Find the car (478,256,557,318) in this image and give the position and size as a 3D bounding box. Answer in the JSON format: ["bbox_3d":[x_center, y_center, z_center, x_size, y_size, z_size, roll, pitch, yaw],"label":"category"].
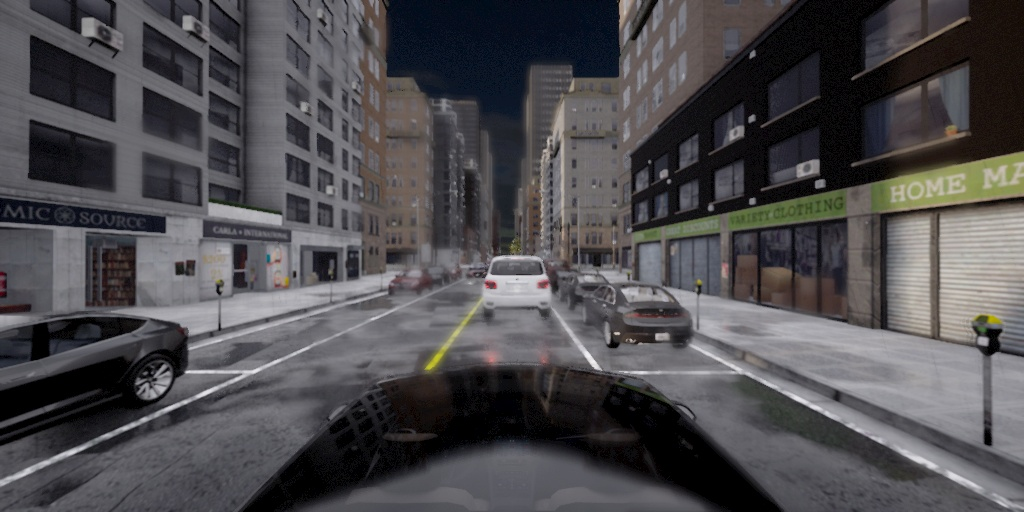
[{"bbox_3d":[0.170,1.007,13.235,2.150,2.045,5.566,0,0,0],"label":"car"}]

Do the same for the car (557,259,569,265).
[{"bbox_3d":[3.014,1.132,25.620,2.192,1.841,5.009,0,0,0],"label":"car"}]

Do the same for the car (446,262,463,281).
[{"bbox_3d":[-5.473,1.272,31.197,1.967,1.591,4.097,0,0,0],"label":"car"}]

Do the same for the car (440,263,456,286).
[{"bbox_3d":[-5.512,1.383,25.672,1.948,1.339,4.313,0,0,0],"label":"car"}]

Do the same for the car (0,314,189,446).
[{"bbox_3d":[-5.666,1.321,3.573,1.948,1.339,4.313,0,0,0],"label":"car"}]

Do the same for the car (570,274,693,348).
[{"bbox_3d":[2.898,1.321,9.049,2.007,1.370,4.403,0,0,0],"label":"car"}]

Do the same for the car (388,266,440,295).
[{"bbox_3d":[-5.550,1.383,20.148,1.802,1.307,4.207,0,0,0],"label":"car"}]

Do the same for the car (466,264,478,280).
[{"bbox_3d":[-2.828,1.399,31.960,1.994,1.385,4.181,0,0,1],"label":"car"}]

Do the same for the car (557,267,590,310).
[{"bbox_3d":[2.937,1.337,14.572,2.007,1.370,4.403,0,0,0],"label":"car"}]

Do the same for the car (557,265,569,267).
[{"bbox_3d":[2.975,1.368,20.096,1.948,1.339,4.313,0,0,0],"label":"car"}]
